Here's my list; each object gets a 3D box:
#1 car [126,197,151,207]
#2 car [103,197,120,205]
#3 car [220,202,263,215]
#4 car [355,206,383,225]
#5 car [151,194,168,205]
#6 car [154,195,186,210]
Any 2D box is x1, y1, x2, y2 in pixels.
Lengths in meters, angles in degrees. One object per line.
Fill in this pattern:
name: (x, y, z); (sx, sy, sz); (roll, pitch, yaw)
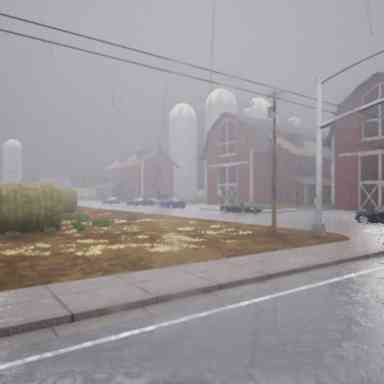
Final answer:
car: (-8.976, 1.603, 54.129); (1.812, 1.442, 4.674); (0, -1, -37)
car: (-15.100, 1.623, 62.423); (1.812, 1.442, 4.674); (0, 0, -36)
car: (5.075, 1.703, 35.178); (1.895, 1.301, 4.718); (0, 0, -36)
car: (14.012, 1.582, 23.124); (1.882, 1.535, 5.008); (0, 0, -37)
car: (-5.626, 1.265, 56.461); (3.866, 1.878, 1.905); (-2, 5, 11)
car: (-2.826, 1.559, 45.840); (1.882, 1.535, 5.008); (0, 1, -36)
